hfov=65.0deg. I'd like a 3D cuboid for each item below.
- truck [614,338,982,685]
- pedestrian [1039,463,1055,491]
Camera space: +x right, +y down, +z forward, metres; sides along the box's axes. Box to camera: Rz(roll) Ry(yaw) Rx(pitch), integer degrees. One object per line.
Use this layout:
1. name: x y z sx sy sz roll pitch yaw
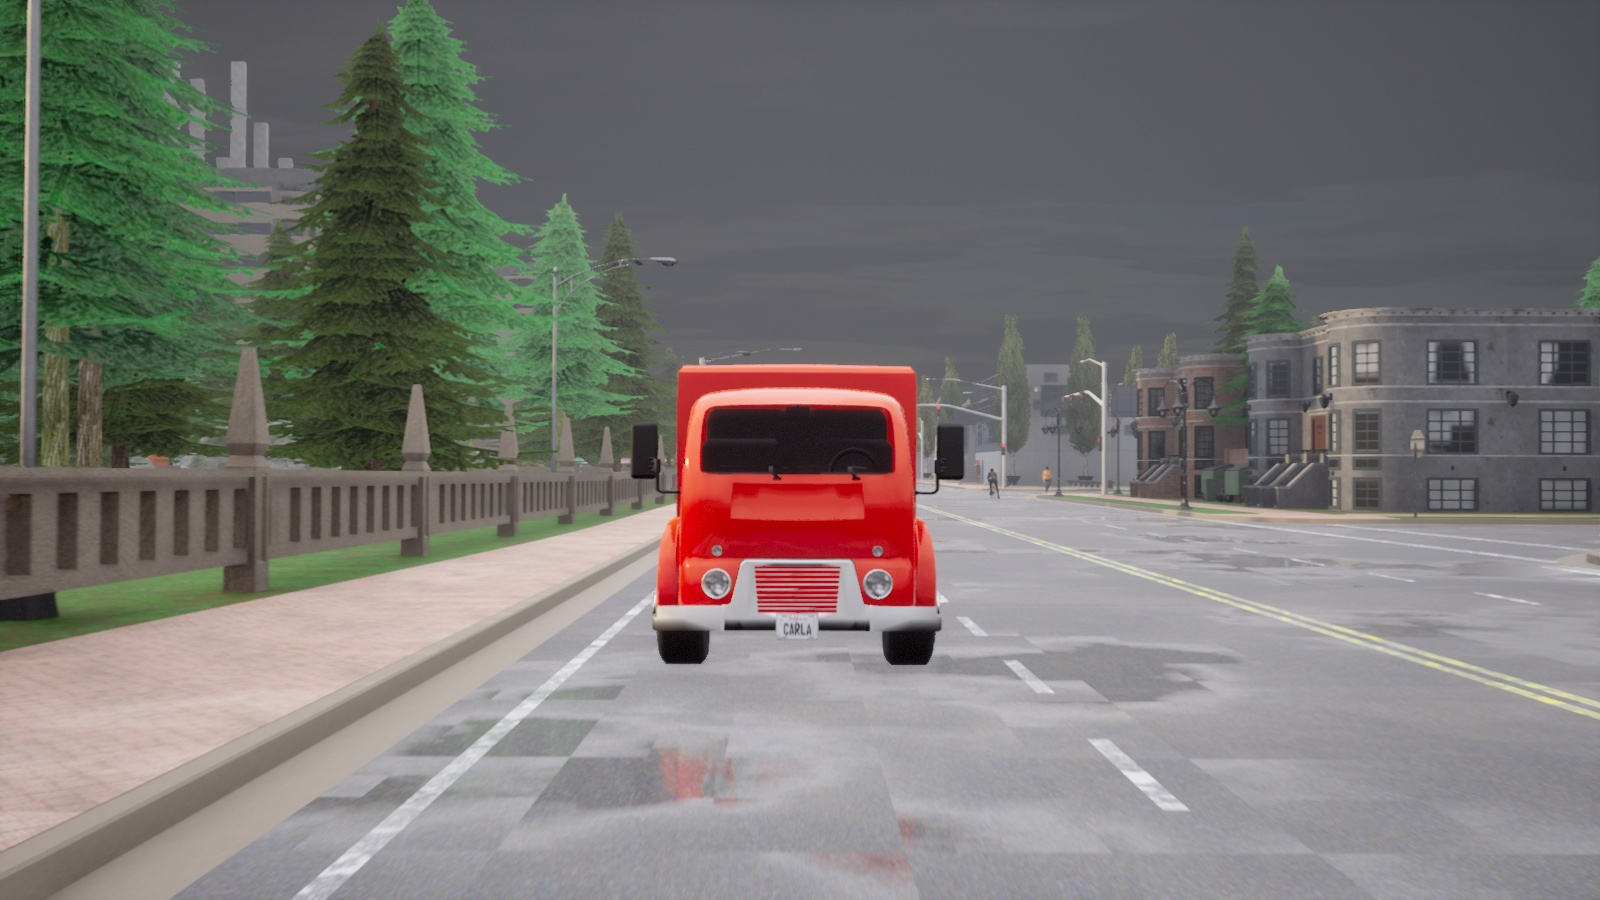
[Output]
1. truck: -0.035 0.510 11.585 2.627 2.467 5.204 0 -2 0
2. pedestrian: 16.592 1.802 84.445 0.874 1.855 0.900 0 -1 2
